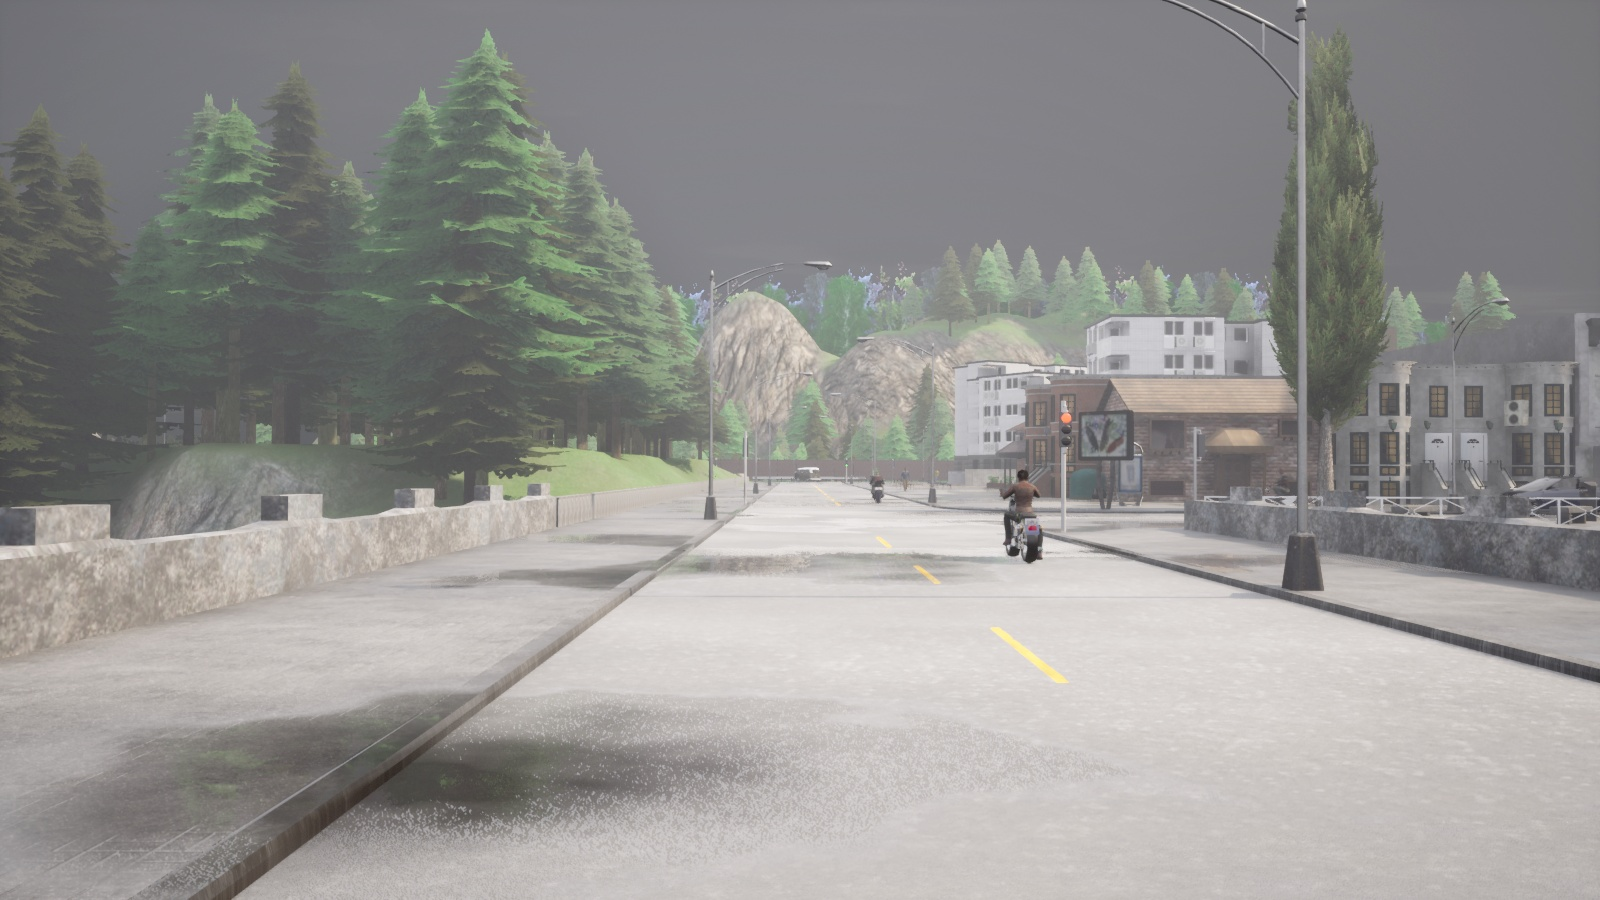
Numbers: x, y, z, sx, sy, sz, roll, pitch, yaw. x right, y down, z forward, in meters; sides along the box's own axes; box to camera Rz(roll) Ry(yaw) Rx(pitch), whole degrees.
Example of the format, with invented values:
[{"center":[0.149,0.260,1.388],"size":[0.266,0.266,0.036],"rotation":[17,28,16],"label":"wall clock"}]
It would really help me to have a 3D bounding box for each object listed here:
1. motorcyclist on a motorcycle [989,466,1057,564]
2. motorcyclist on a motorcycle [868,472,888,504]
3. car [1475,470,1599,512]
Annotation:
[{"center":[3.944,1.124,22.380],"size":[0.766,1.649,2.350],"rotation":[0,-1,0],"label":"motorcyclist on a motorcycle"},{"center":[3.834,1.874,62.068],"size":[0.866,1.530,2.191],"rotation":[0,-1,0],"label":"motorcyclist on a motorcycle"},{"center":[27.599,1.471,45.780],"size":[4.792,1.488,2.163],"rotation":[0,-1,0],"label":"car"}]
